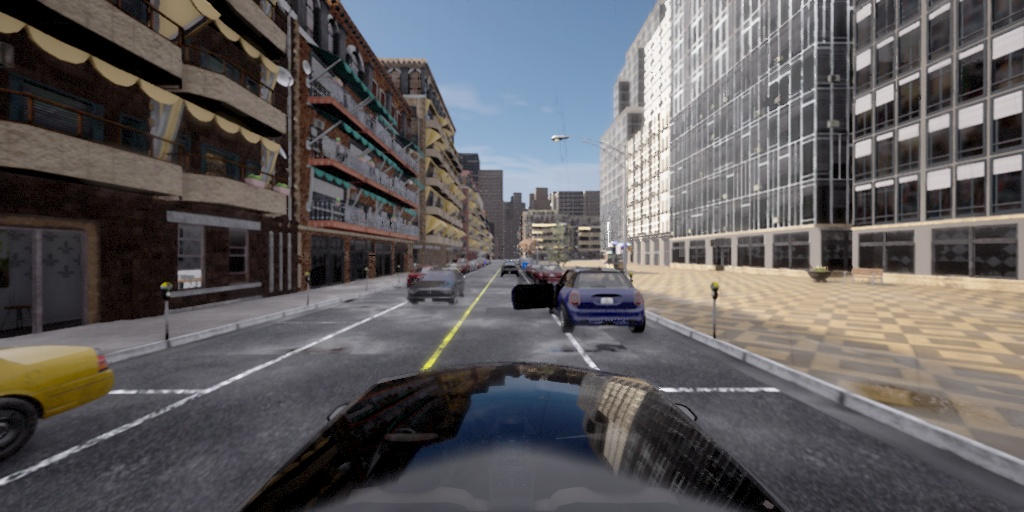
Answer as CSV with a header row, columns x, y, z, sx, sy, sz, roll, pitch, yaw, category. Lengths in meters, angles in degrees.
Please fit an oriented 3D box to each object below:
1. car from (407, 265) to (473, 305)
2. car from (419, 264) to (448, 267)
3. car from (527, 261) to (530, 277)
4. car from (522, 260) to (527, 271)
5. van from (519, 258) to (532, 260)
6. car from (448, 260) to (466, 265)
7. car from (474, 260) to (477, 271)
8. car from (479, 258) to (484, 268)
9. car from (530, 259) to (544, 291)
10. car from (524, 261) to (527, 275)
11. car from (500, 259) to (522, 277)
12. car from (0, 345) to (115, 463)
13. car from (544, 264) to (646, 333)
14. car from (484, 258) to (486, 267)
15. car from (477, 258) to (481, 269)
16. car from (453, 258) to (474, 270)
x,y,z,sx,sy,sz,roll,pitch,yaw,category
-3.210,1.324,16.421,2.033,1.411,5.357,0,0,0,car
-5.862,1.340,24.496,1.888,1.381,4.507,0,0,0,car
2.475,1.331,30.256,1.751,1.417,4.829,0,0,0,car
2.391,1.413,41.139,1.802,1.307,4.207,0,0,0,car
2.308,1.201,52.192,1.690,1.789,3.998,0,0,0,van
-5.945,1.346,35.380,1.751,1.417,4.829,0,0,0,car
-6.030,1.398,46.602,2.007,1.370,4.403,0,0,0,car
-6.115,1.318,57.654,1.967,1.591,4.097,0,0,0,car
2.518,1.232,24.560,1.967,1.591,4.097,0,0,0,car
2.434,1.400,35.613,1.802,1.307,4.207,0,0,0,car
-0.210,1.329,37.349,1.837,1.490,4.892,0,0,0,car
-5.691,1.278,2.221,1.751,1.417,4.829,0,0,0,car
2.322,1.117,10.947,2.097,1.767,4.553,0,0,0,car
-6.157,1.460,63.181,1.948,1.339,4.313,0,0,0,car
-6.073,1.413,52.129,2.007,1.370,4.403,0,0,0,car
-5.989,1.148,41.075,2.192,1.841,5.009,0,0,0,car
